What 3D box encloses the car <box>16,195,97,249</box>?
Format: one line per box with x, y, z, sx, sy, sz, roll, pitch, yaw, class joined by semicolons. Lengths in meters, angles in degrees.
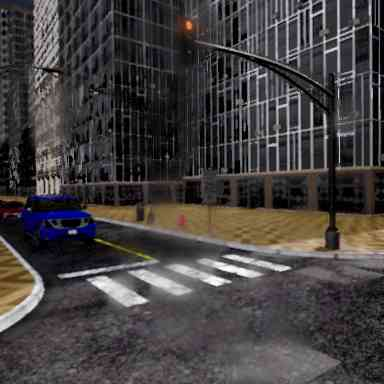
-6.126;1.169;14.869;2.150;2.045;5.566;-1;1;-35;car

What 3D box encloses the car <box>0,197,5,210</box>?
-24.121;1.379;40.449;1.837;1.490;4.892;-1;0;-35;car

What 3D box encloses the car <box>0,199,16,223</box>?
-13.445;1.443;25.233;1.812;1.442;4.674;-1;1;-36;car
